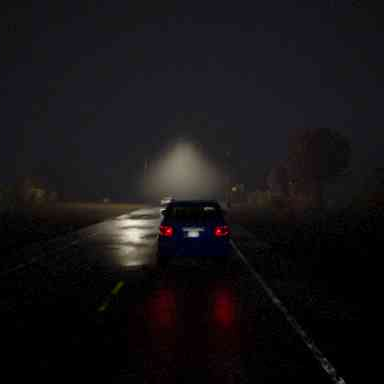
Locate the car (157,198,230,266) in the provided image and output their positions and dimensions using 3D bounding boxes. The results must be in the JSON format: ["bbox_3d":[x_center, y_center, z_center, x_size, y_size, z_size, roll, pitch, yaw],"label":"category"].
[{"bbox_3d":[0.064,1.242,11.793,2.150,2.045,5.566,0,0,0],"label":"car"}]

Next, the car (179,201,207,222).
[{"bbox_3d":[0.070,1.538,27.861,2.128,1.511,4.902,0,0,0],"label":"car"}]

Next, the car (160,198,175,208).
[{"bbox_3d":[-3.581,1.617,49.552,1.812,1.442,4.674,0,0,0],"label":"car"}]
